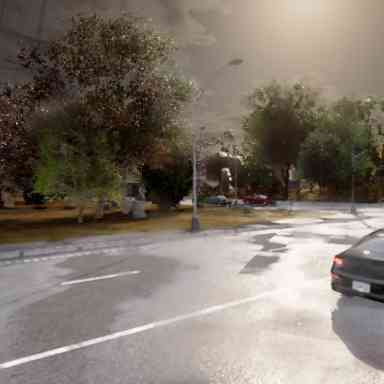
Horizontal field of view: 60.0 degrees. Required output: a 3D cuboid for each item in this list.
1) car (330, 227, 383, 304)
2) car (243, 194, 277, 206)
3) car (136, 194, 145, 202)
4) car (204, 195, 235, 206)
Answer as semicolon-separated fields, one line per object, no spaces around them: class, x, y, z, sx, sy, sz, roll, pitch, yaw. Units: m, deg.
car;4.804;1.449;7.046;4.674;1.442;1.812;0;0;-35
car;9.310;1.077;45.789;1.882;1.535;5.008;-1;1;-38
car;-8.967;1.171;63.942;1.837;1.490;4.892;-1;0;-38
car;3.710;1.192;47.327;2.033;1.411;5.357;-1;1;-38
